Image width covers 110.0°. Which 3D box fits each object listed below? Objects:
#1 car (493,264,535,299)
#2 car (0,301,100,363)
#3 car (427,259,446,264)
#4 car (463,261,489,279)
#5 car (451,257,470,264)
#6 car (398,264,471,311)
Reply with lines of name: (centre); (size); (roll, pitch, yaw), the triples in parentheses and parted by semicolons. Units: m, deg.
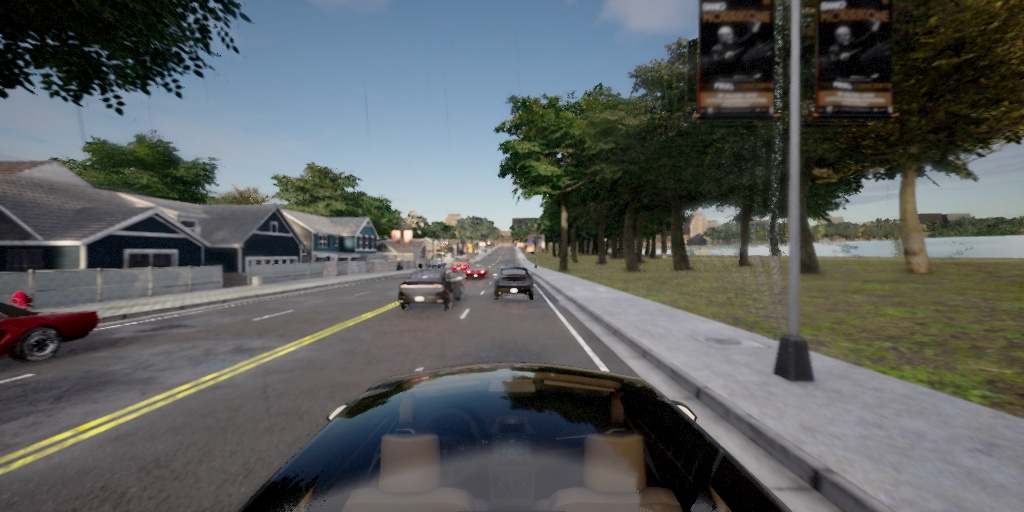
car: (0.090, 1.280, 18.114); (1.837, 1.490, 4.892); (0, 0, 0)
car: (-9.850, 1.362, 5.466); (1.895, 1.301, 4.718); (0, 0, 0)
car: (-9.773, 1.069, 46.532); (1.882, 1.535, 5.008); (0, 0, 0)
car: (-3.170, 1.436, 33.536); (1.895, 1.301, 4.718); (0, 0, 0)
car: (-6.523, 1.194, 46.504); (2.150, 2.045, 5.566); (0, 0, 0)
car: (-3.153, 1.262, 14.646); (2.128, 1.511, 4.902); (0, 0, 0)
